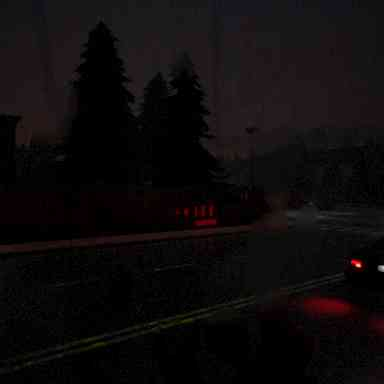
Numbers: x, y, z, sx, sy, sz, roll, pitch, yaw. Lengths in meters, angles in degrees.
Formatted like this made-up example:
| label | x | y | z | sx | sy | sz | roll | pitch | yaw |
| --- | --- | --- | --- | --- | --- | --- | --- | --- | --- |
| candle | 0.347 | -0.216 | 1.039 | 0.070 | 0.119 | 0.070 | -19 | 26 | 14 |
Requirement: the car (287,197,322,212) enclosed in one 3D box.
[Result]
| label | x | y | z | sx | sy | sz | roll | pitch | yaw |
| --- | --- | --- | --- | --- | --- | --- | --- | --- | --- |
| car | 12.901 | 1.352 | 38.954 | 2.097 | 1.767 | 4.553 | 0 | 0 | -35 |

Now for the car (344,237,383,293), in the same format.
| label | x | y | z | sx | sy | sz | roll | pitch | yaw |
| --- | --- | --- | --- | --- | --- | --- | --- | --- | --- |
| car | 5.798 | 1.547 | 7.918 | 5.357 | 1.411 | 2.033 | 0 | 0 | -35 |

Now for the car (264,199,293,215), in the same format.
| label | x | y | z | sx | sy | sz | roll | pitch | yaw |
| --- | --- | --- | --- | --- | --- | --- | --- | --- | --- |
| car | 7.596 | 1.601 | 34.329 | 1.895 | 1.301 | 4.718 | 0 | 0 | -35 |

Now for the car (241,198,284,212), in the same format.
| label | x | y | z | sx | sy | sz | roll | pitch | yaw |
| --- | --- | --- | --- | --- | --- | --- | --- | --- | --- |
| car | 8.267 | 1.477 | 39.447 | 1.882 | 1.535 | 5.008 | 0 | 0 | -35 |
